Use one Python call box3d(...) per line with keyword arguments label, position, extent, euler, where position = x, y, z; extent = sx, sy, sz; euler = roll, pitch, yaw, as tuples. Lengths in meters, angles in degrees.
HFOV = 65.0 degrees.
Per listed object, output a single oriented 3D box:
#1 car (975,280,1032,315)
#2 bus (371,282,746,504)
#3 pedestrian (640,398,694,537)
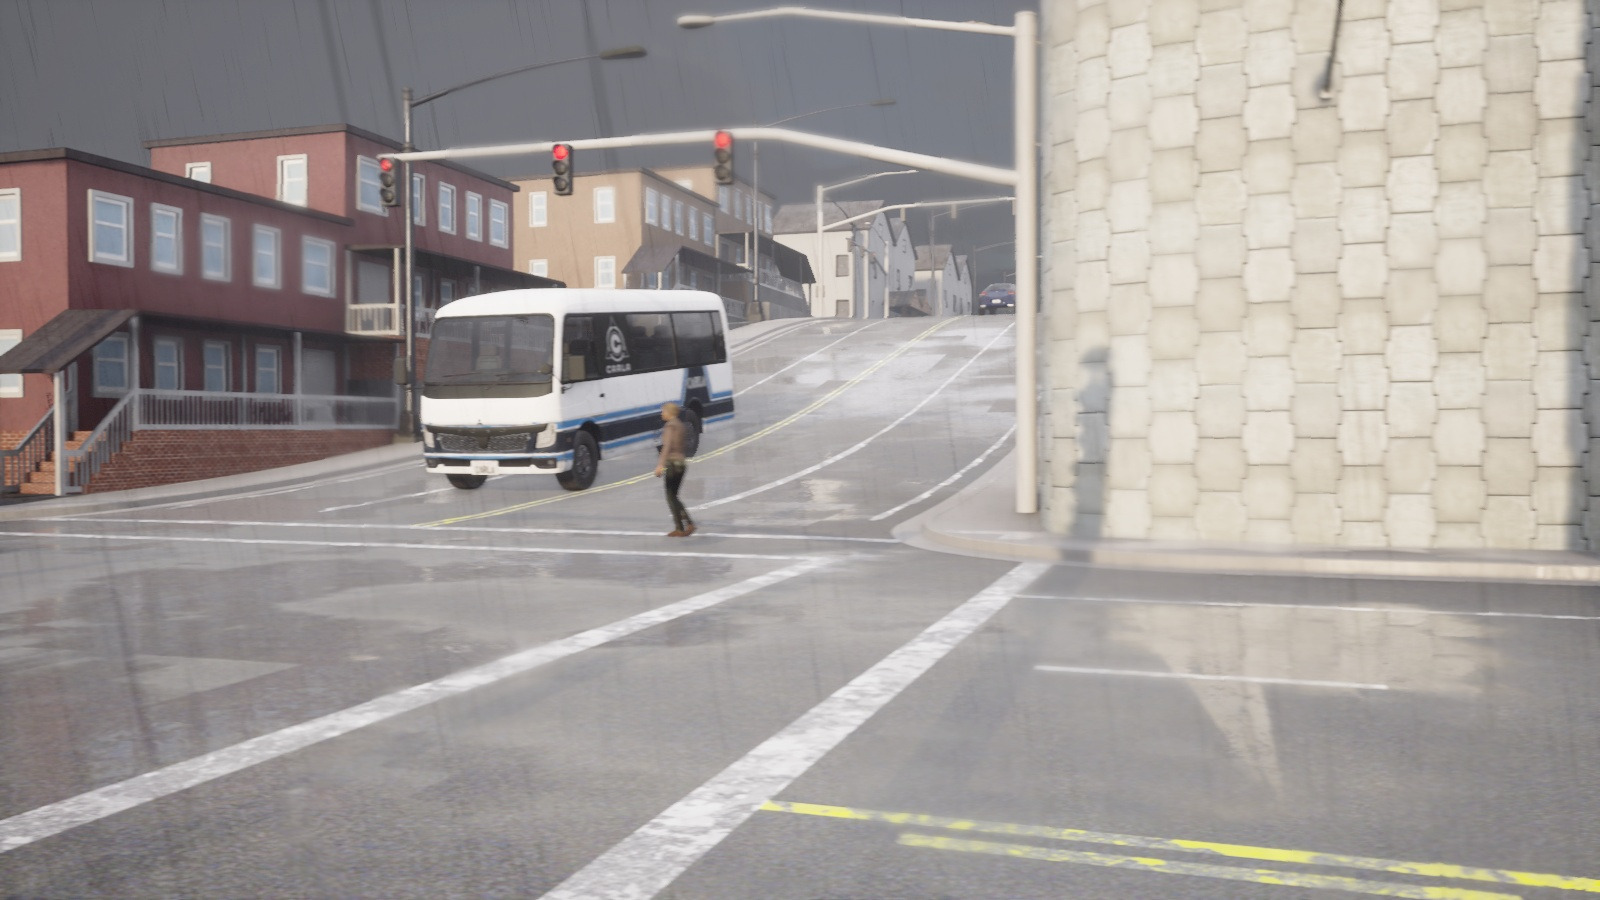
box3d(label="car", position=(10.590, -7.882, 65.066), extent=(2.152, 1.651, 5.027), euler=(1, 6, 18))
box3d(label="bus", position=(-5.000, -1.653, 29.477), extent=(3.944, 4.253, 10.273), euler=(1, 7, 18))
box3d(label="pedestrian", position=(-1.783, 0.229, 16.856), extent=(0.634, 1.846, 0.331), euler=(1, 1, 19))
